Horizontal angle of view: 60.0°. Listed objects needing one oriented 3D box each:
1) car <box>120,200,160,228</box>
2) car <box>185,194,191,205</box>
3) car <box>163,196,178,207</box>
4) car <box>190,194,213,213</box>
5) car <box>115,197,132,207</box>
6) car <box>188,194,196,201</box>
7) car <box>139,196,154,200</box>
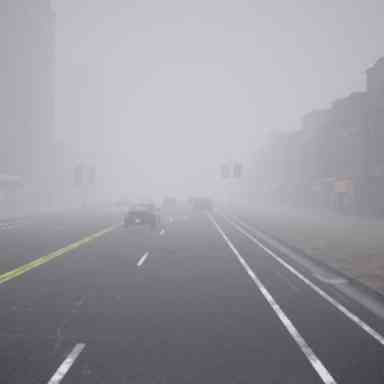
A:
[{"bbox_3d":[-3.151,1.483,21.529,1.812,1.442,4.674,0,0,0],"label":"car"},{"bbox_3d":[-0.003,1.355,55.098,1.837,1.490,4.892,0,0,0],"label":"car"},{"bbox_3d":[-3.153,1.381,47.922,1.837,1.490,4.892,0,0,0],"label":"car"},{"bbox_3d":[1.135,1.268,36.264,2.097,1.767,4.553,0,0,0],"label":"car"},{"bbox_3d":[-9.827,1.400,48.523,1.812,1.442,4.674,0,0,0],"label":"car"},{"bbox_3d":[-0.005,1.197,73.089,1.837,1.490,4.892,0,0,0],"label":"car"},{"bbox_3d":[-6.576,1.365,48.931,2.128,1.511,4.902,0,0,0],"label":"car"}]
